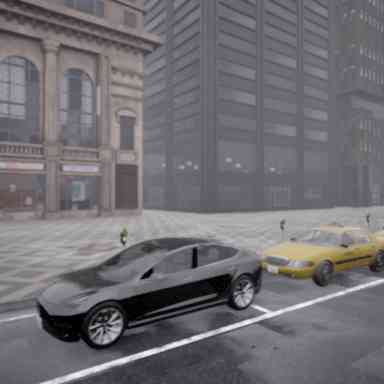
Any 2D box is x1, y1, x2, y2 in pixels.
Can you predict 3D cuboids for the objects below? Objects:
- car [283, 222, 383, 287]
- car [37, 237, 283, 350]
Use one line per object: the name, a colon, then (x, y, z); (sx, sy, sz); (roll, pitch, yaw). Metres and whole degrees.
car: (3.925, 1.567, 9.454); (4.829, 1.417, 1.752); (0, 0, -36)
car: (-0.528, 1.581, 6.276); (4.313, 1.339, 1.947); (0, 0, -36)
